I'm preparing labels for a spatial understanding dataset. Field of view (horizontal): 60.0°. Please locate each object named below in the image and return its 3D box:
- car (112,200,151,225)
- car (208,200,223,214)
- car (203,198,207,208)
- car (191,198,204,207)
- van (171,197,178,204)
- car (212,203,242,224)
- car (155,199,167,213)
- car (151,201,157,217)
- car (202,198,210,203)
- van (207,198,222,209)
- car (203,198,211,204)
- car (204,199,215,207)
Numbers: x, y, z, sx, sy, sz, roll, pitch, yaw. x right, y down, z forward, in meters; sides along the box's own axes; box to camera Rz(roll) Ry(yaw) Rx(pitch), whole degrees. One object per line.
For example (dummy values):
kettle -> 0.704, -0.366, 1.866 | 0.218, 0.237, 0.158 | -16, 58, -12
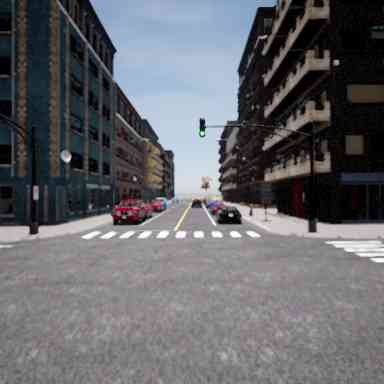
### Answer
car -> -4.947, 1.567, 26.891 | 2.192, 1.841, 5.009 | 0, 0, 1
car -> 3.076, 1.906, 37.891 | 1.802, 1.307, 4.206 | 0, 0, 1
car -> 3.290, 1.903, 54.546 | 1.967, 1.590, 4.097 | 0, 0, 1
car -> 0.911, 2.032, 61.498 | 1.837, 1.490, 4.892 | 0, 0, 1
van -> -4.233, 2.052, 82.404 | 1.690, 1.788, 3.998 | 0, 0, 1
car -> 2.933, 1.796, 26.788 | 1.947, 1.339, 4.313 | 0, 0, 1
car -> -4.732, 1.937, 43.543 | 1.887, 1.381, 4.507 | 0, 0, 1
car -> -4.875, 1.844, 32.440 | 1.887, 1.381, 4.507 | 0, 0, 1
car -> 3.718, 2.278, 87.854 | 1.887, 1.381, 4.507 | 0, 0, 1
van -> 3.147, 1.712, 43.444 | 1.690, 1.788, 3.998 | 0, 0, 1
car -> 3.646, 2.234, 82.302 | 1.887, 1.381, 4.507 | 0, 0, 1
car -> 3.432, 2.106, 65.648 | 2.008, 1.369, 4.403 | 0, 0, 1
